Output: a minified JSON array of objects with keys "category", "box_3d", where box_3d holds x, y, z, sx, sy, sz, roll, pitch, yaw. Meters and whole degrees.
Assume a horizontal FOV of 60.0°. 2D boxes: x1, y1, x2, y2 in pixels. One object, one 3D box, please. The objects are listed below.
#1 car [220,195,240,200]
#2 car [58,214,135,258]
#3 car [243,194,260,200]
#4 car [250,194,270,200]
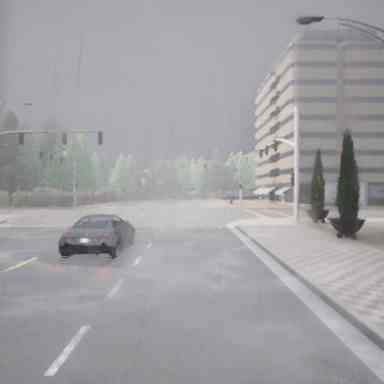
[{"category":"car","box_3d":[9.625,1.344,84.415,5.357,1.411,2.033,0,0,-37]},{"category":"car","box_3d":[-3.438,1.533,12.709,1.994,1.385,4.181,0,0,0]},{"category":"car","box_3d":[14.935,1.329,84.059,4.674,1.442,1.812,0,0,-34]},{"category":"car","box_3d":[18.351,1.317,89.923,4.902,1.511,2.128,0,0,-22]}]
